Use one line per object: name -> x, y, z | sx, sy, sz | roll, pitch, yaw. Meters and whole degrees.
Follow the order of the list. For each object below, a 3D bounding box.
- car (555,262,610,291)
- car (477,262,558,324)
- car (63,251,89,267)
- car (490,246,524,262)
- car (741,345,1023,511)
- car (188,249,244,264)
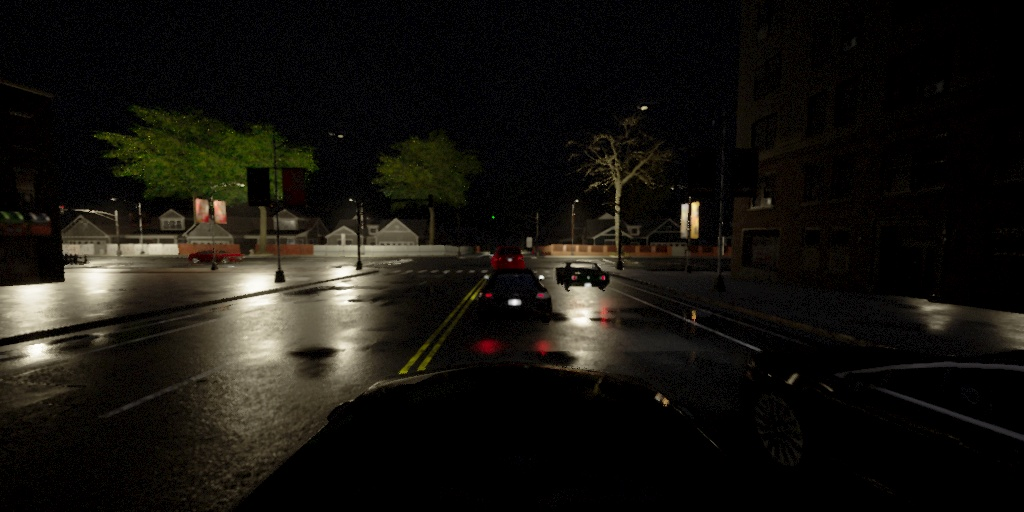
car -> 3.281, 0.916, 17.717 | 1.895, 1.301, 4.718 | 0, 1, 0
car -> 0.060, 1.061, 10.856 | 1.994, 1.385, 4.181 | 0, 2, 0
car -> -43.731, 0.226, 34.396 | 4.902, 1.511, 2.128 | 0, 4, 0
car -> -0.438, 0.286, 27.224 | 2.150, 2.045, 5.566 | 0, 1, -6
car -> 3.351, 1.238, 1.819 | 2.128, 1.511, 4.902 | 0, 2, 0
car -> -31.000, 0.034, 37.621 | 5.008, 1.535, 1.882 | 0, 4, 0
